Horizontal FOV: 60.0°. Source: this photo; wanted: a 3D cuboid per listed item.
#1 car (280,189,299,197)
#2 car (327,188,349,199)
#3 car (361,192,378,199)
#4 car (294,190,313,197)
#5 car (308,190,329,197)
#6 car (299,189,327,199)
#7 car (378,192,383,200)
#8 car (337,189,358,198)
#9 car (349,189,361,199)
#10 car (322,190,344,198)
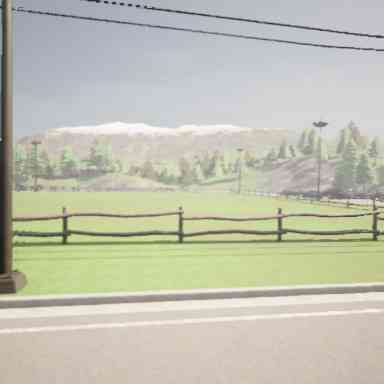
[{"bbox_3d":[20.759,0.225,71.758,1.837,1.490,4.892,1,1,-9],"label":"car"},{"bbox_3d":[25.962,0.293,61.740,2.150,2.045,5.566,1,1,-9],"label":"car"},{"bbox_3d":[32.722,0.687,63.744,1.994,1.385,4.181,1,1,-9],"label":"car"},{"bbox_3d":[24.212,0.291,72.330,1.812,1.442,4.674,1,1,-9],"label":"car"},{"bbox_3d":[27.665,0.283,72.899,1.882,1.535,5.008,1,1,-9],"label":"car"},{"bbox_3d":[22.414,0.369,61.741,2.097,1.767,4.553,1,1,-9],"label":"car"},{"bbox_3d":[36.242,0.685,63.911,1.837,1.490,4.892,1,1,-9],"label":"car"},{"bbox_3d":[34.578,0.241,74.008,2.097,1.767,4.553,1,1,-9],"label":"car"},{"bbox_3d":[29.264,0.644,63.202,1.994,1.385,4.181,1,1,-9],"label":"car"},{"bbox_3d":[31.118,0.369,73.470,2.128,1.511,4.902,1,1,-9],"label":"car"}]
